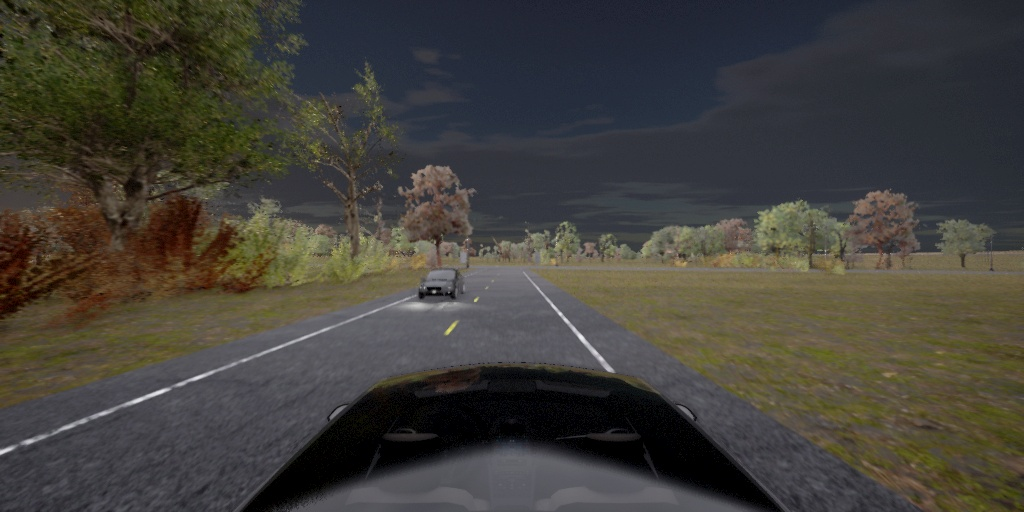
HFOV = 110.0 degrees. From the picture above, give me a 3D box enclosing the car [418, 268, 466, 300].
[{"bbox_3d":[-3.597,1.410,18.995,1.837,1.490,4.892,0,0,0],"label":"car"}]
